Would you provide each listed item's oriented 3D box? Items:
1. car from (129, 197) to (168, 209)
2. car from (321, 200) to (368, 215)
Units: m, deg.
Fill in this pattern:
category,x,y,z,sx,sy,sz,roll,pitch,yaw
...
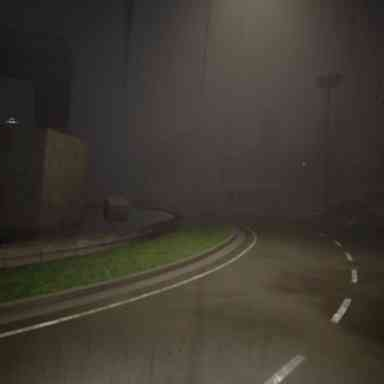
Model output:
category,x,y,z,sx,sy,sz,roll,pitch,yaw
car,-5.291,1.285,39.762,4.718,1.301,1.895,1,0,28
car,15.482,1.508,33.742,4.674,1.442,1.812,1,0,-14
